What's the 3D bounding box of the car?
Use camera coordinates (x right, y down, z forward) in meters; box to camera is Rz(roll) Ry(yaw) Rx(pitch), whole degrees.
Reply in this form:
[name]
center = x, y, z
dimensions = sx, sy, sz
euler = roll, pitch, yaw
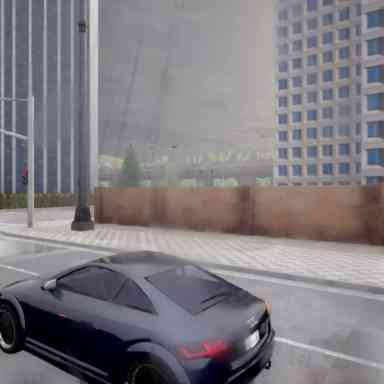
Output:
[car]
center = -1.000, 1.564, 4.717
dimensions = 4.181, 1.385, 1.994
euler = 0, 0, 35
